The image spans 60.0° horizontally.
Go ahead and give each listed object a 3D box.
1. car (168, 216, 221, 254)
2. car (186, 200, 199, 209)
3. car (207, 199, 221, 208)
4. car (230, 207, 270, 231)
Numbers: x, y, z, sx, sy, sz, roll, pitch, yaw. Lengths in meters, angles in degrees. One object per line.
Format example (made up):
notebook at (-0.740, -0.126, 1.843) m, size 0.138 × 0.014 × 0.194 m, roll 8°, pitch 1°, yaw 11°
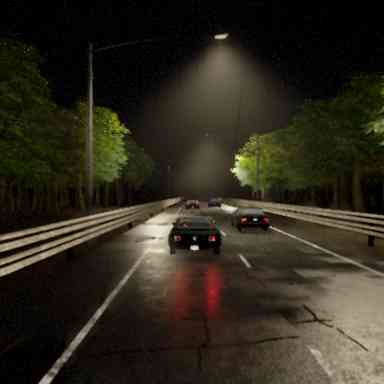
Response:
car at (0.101, 1.661, 13.797) m, size 1.895 × 1.301 × 4.718 m, roll 0°, pitch 0°, yaw 0°
car at (0.120, 1.845, 50.172) m, size 1.895 × 1.301 × 4.718 m, roll 0°, pitch 0°, yaw 0°
car at (3.622, 1.832, 54.493) m, size 1.994 × 1.385 × 4.181 m, roll 0°, pitch -1°, yaw 0°
car at (3.610, 1.643, 21.424) m, size 2.033 × 1.411 × 5.357 m, roll 0°, pitch 0°, yaw 0°
